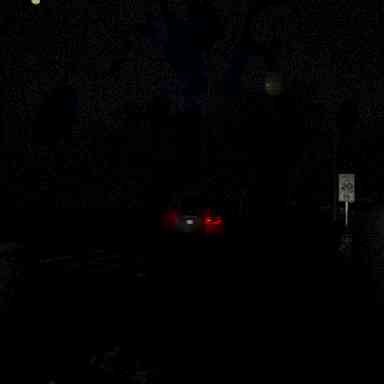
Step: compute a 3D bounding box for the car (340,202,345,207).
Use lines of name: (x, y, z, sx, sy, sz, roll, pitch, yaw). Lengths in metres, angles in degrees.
car: (21.234, 1.388, 44.488, 1.994, 1.385, 4.181, 0, 0, 37)

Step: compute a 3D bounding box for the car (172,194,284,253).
car: (1.535, 1.097, 13.462, 2.150, 2.045, 5.566, 0, 0, 37)

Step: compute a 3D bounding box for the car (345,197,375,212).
car: (18.467, 1.285, 36.041, 1.882, 1.535, 5.008, 0, 0, 37)

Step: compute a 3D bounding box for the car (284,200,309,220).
car: (7.679, 1.371, 26.574, 2.033, 1.411, 5.357, 0, 0, 37)
